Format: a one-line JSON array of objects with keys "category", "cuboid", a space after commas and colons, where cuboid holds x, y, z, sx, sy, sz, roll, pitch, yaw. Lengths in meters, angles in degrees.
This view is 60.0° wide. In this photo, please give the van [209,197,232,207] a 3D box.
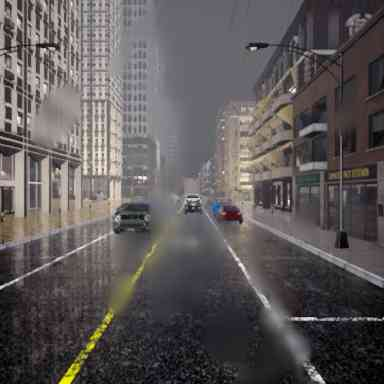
[{"category": "van", "cuboid": [2.726, 1.371, 30.281, 1.690, 1.788, 3.998, 0, 0, 0]}]

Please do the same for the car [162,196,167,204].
[{"category": "car", "cuboid": [-5.615, 1.518, 64.182, 1.967, 1.590, 4.097, 0, 0, 0]}]

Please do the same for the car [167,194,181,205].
[{"category": "car", "cuboid": [-2.926, 1.578, 61.647, 2.128, 1.511, 4.902, 0, 0, 0]}]

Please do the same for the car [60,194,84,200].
[{"category": "car", "cuboid": [-26.619, 1.198, 74.975, 4.206, 1.307, 1.802, 1, -1, 0]}]

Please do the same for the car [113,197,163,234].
[{"category": "car", "cuboid": [-3.076, 1.370, 19.196, 2.097, 1.767, 4.553, 0, 0, 0]}]

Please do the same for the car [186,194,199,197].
[{"category": "car", "cuboid": [0.126, 1.271, 45.080, 2.150, 2.045, 5.566, 0, 0, 1]}]

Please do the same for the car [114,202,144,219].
[{"category": "car", "cuboid": [-5.654, 1.596, 30.291, 1.947, 1.339, 4.313, 0, 0, 0]}]

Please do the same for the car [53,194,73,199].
[{"category": "car", "cuboid": [-32.263, 1.090, 83.349, 4.206, 1.307, 1.802, 1, -1, 0]}]

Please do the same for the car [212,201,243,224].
[{"category": "car", "cuboid": [2.719, 1.606, 24.632, 1.802, 1.307, 4.206, 0, 0, 0]}]

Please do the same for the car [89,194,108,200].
[{"category": "car", "cuboid": [-21.042, 1.163, 74.984, 4.097, 1.590, 1.967, 1, -1, 0]}]

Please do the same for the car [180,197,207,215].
[{"category": "car", "cuboid": [0.135, 1.582, 34.453, 2.033, 1.411, 5.357, 0, 0, 0]}]

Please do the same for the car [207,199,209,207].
[{"category": "car", "cuboid": [2.746, 1.603, 47.226, 2.008, 1.369, 4.403, 0, 0, 0]}]
